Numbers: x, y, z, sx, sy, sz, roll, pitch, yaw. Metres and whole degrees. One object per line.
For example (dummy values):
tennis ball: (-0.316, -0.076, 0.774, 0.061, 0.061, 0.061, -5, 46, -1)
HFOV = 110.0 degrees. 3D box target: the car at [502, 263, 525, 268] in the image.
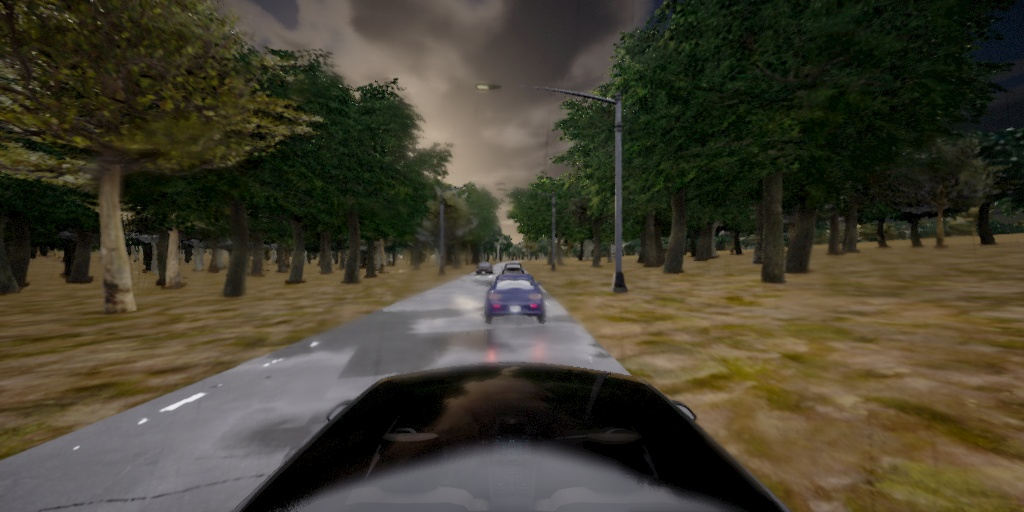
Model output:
car: (0.113, 1.350, 30.066, 1.837, 1.490, 4.892, 0, 0, 0)

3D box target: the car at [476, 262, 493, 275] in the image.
car: (-3.080, 1.441, 41.359, 2.033, 1.411, 5.357, 0, 0, 0)

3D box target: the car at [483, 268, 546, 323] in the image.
car: (0.097, 1.305, 12.172, 1.812, 1.442, 4.674, 0, 0, 0)
